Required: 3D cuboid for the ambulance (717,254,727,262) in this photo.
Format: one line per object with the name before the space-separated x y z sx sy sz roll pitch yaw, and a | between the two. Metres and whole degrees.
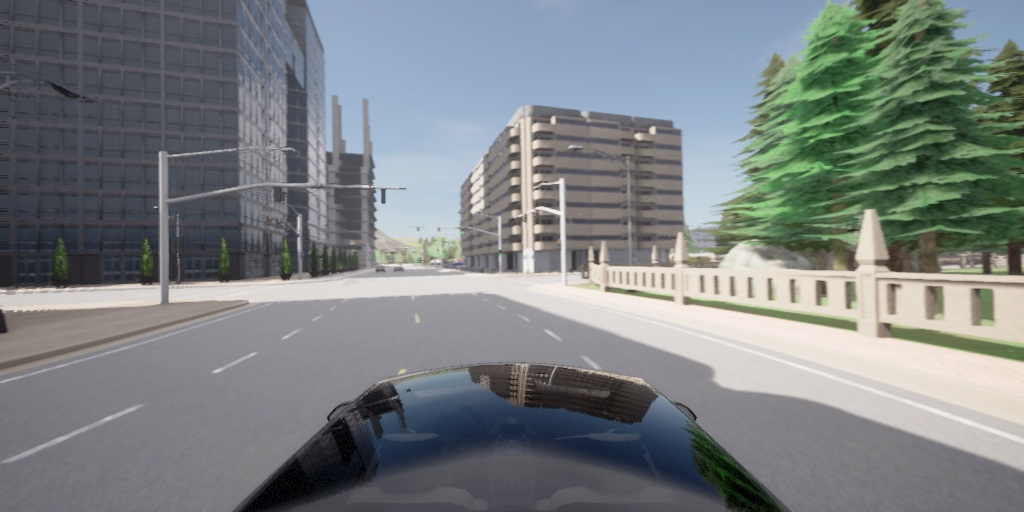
ambulance | 30.722 0.860 50.265 6.366 2.431 2.351 -1 -1 -17
